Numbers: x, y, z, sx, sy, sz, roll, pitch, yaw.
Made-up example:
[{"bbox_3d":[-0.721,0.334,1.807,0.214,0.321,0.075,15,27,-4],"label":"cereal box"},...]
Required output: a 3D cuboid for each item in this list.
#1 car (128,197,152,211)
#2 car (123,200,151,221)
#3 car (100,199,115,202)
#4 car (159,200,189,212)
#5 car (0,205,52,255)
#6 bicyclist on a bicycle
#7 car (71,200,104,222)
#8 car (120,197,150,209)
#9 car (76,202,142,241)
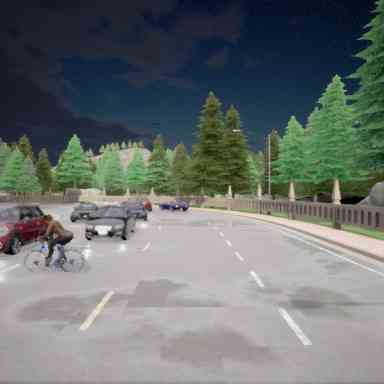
[{"bbox_3d":[-6.387,1.352,38.880,2.097,1.767,4.553,0,0,-30],"label":"car"},{"bbox_3d":[-4.737,1.564,26.688,1.994,1.385,4.181,0,0,-14],"label":"car"},{"bbox_3d":[-12.178,1.601,46.360,1.895,1.301,4.718,0,0,-43],"label":"car"},{"bbox_3d":[-2.221,1.601,38.762,1.895,1.301,4.718,0,0,-28],"label":"car"},{"bbox_3d":[-7.340,1.352,13.197,2.097,1.767,4.553,0,0,-2],"label":"car"},{"bbox_3d":[-3.793,1.453,9.137,1.656,1.620,0.582,0,0,-1],"label":"bicyclist on a bicycle"},{"bbox_3d":[-8.135,1.564,25.848,1.994,1.385,4.181,0,0,-14],"label":"car"},{"bbox_3d":[-8.101,1.505,47.245,1.837,1.490,4.892,0,0,-43],"label":"car"},{"bbox_3d":[-3.975,1.492,16.792,2.128,1.511,4.902,0,0,-3],"label":"car"}]
